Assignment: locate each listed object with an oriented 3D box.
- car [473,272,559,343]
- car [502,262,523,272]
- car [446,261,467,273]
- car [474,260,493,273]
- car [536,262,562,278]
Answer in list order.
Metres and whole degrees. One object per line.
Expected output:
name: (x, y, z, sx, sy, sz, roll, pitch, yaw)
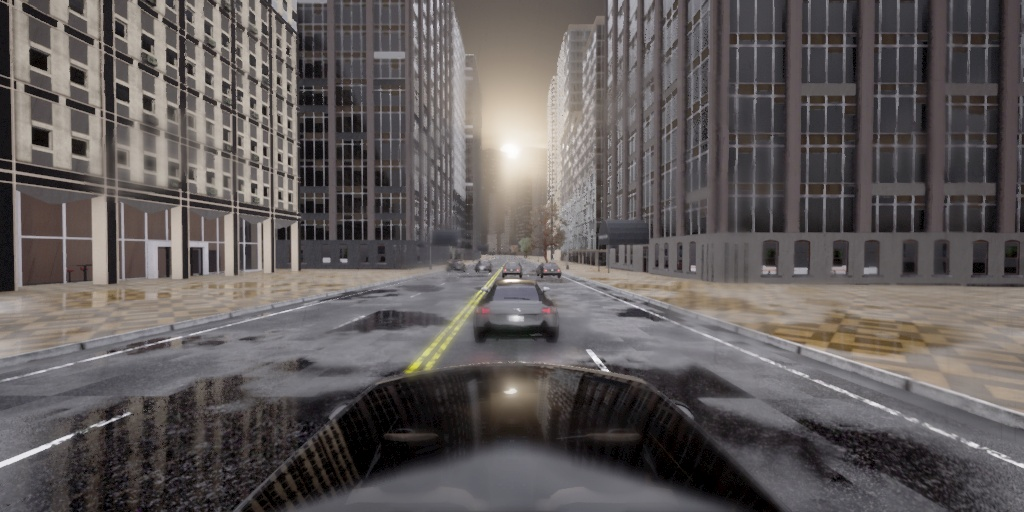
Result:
car: (0.096, 1.311, 9.672, 1.994, 1.385, 4.181, 0, 0, 0)
car: (0.065, 1.277, 33.642, 2.033, 1.411, 5.357, 0, 0, 2)
car: (-6.575, 1.283, 42.695, 1.994, 1.385, 4.181, 0, 0, 0)
car: (-3.326, 1.212, 42.447, 2.128, 1.511, 4.902, 0, 0, 0)
car: (3.356, 1.277, 33.291, 2.033, 1.411, 5.357, 0, 0, -2)
